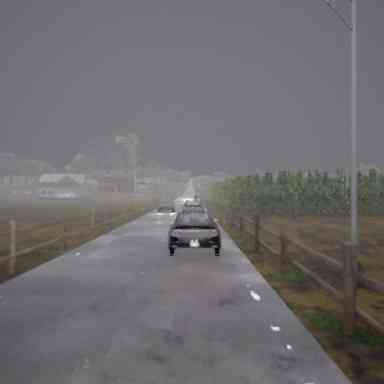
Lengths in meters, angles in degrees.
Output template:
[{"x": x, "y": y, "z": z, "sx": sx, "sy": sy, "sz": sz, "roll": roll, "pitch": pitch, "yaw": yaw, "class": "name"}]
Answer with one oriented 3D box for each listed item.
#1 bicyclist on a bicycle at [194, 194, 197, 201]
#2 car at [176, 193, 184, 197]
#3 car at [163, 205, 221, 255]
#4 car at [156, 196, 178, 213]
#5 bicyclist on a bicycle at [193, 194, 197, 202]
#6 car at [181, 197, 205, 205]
[{"x": 0.728, "y": 1.295, "z": 62.446, "sx": 0.659, "sy": 1.776, "sz": 1.843, "roll": 0, "pitch": 1, "yaw": 0, "class": "bicyclist on a bicycle"}, {"x": -2.785, "y": 0.971, "z": 79.174, "sx": 1.812, "sy": 1.442, "sz": 4.674, "roll": 0, "pitch": 0, "yaw": 0, "class": "car"}, {"x": 0.087, "y": 1.492, "z": 13.254, "sx": 2.128, "sy": 1.511, "sz": 4.902, "roll": 0, "pitch": 0, "yaw": 0, "class": "car"}, {"x": -2.859, "y": 1.498, "z": 37.563, "sx": 1.837, "sy": 1.490, "sz": 4.892, "roll": 0, "pitch": 0, "yaw": 0, "class": "car"}, {"x": 0.720, "y": 1.317, "z": 71.449, "sx": 0.866, "sy": 1.612, "sz": 1.509, "roll": 0, "pitch": 0, "yaw": 0, "class": "bicyclist on a bicycle"}, {"x": 0.081, "y": 1.489, "z": 28.807, "sx": 2.128, "sy": 1.511, "sz": 4.902, "roll": 0, "pitch": 0, "yaw": 0, "class": "car"}]
